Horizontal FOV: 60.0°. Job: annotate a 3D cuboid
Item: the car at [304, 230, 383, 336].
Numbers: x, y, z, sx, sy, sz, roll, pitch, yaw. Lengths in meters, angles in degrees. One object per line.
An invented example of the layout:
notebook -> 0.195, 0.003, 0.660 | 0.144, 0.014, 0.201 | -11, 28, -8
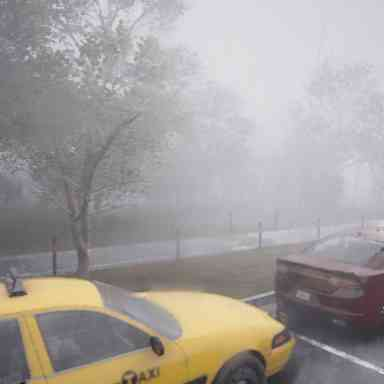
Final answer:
car -> 3.892, 1.527, 6.788 | 5.008, 1.535, 2.097 | 0, 0, -33

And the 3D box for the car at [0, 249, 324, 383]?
car -> -1.320, 1.500, 3.105 | 5.366, 1.575, 1.946 | 0, 0, -33
